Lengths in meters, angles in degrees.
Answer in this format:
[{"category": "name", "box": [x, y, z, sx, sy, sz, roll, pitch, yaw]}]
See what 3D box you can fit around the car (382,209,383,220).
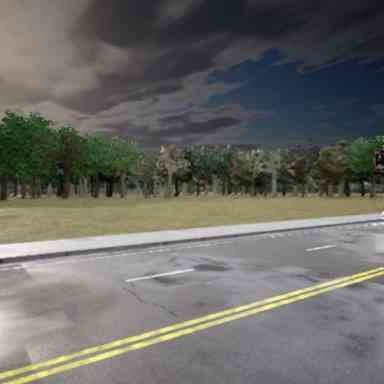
[{"category": "car", "box": [15.077, 1.158, 22.413, 5.566, 2.045, 2.150, 0, 0, -35]}]
